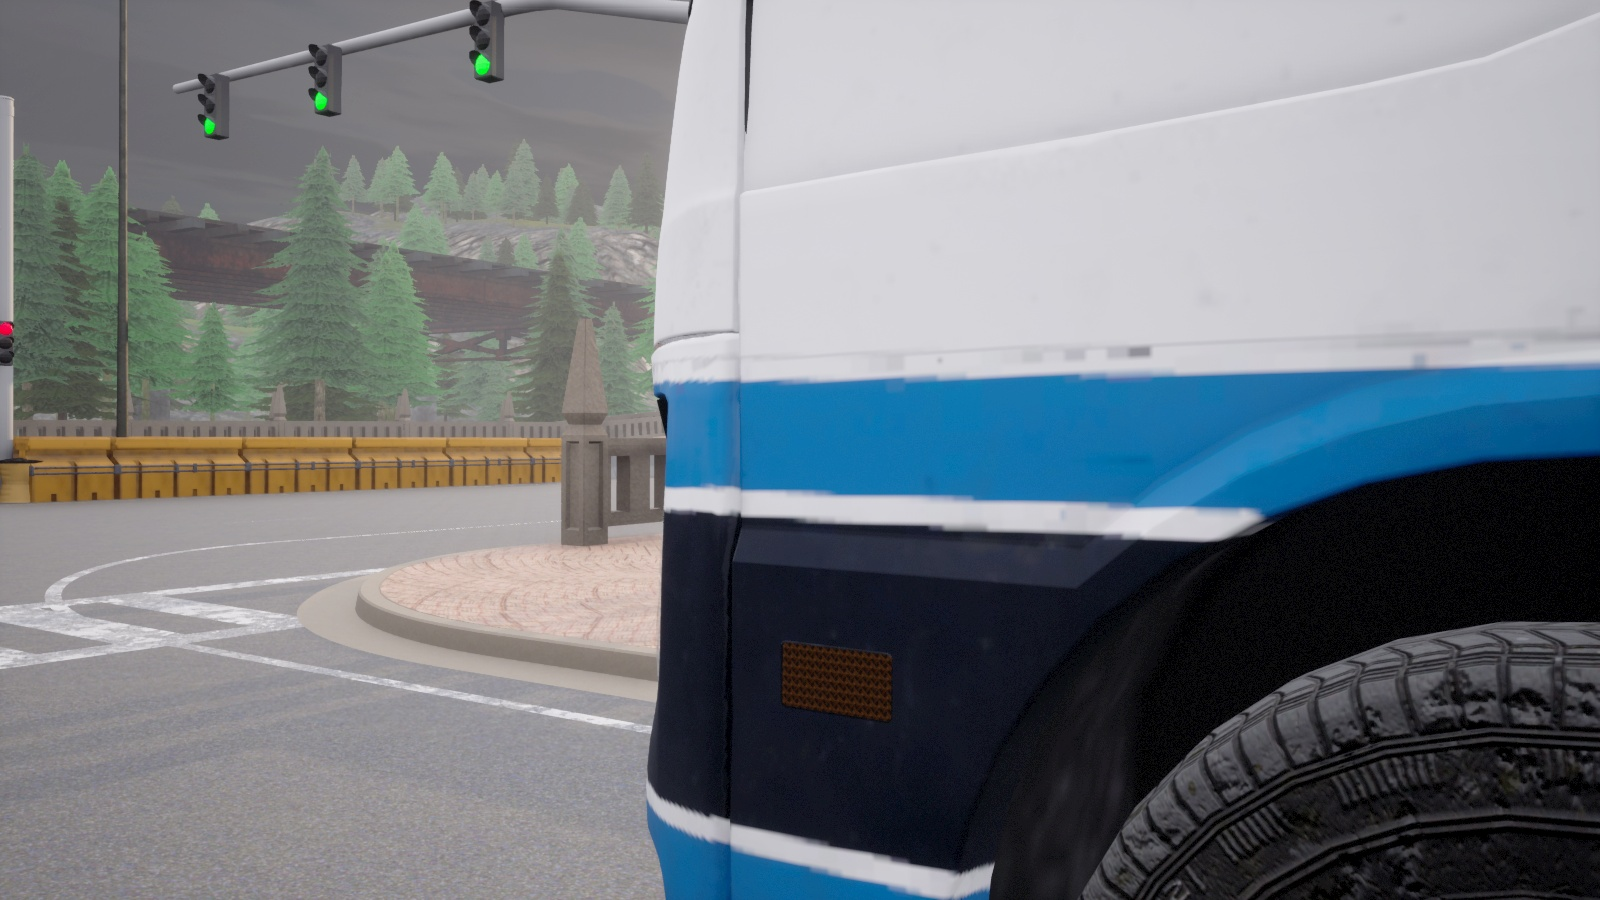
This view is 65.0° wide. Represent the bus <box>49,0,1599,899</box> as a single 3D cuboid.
[{"bbox_3d":[4.151,-0.694,0.838,10.273,4.253,3.944,0,1,34],"label":"bus"}]
